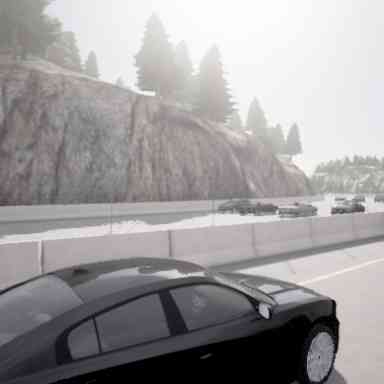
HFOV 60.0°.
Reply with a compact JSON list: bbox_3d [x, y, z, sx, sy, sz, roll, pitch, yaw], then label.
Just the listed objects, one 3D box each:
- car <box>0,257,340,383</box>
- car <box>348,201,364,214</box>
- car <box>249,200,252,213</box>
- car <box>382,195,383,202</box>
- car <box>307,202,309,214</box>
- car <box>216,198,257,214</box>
[{"bbox_3d":[-0.375,1.479,3.596,5.008,1.535,1.882,0,0,-36],"label":"car"},{"bbox_3d":[14.427,1.501,30.544,1.994,1.385,4.181,0,0,44],"label":"car"},{"bbox_3d":[6.592,1.565,32.582,4.718,1.301,1.895,0,0,-44],"label":"car"},{"bbox_3d":[36.053,1.308,63.697,1.837,1.490,4.892,0,0,32],"label":"car"},{"bbox_3d":[9.880,1.554,30.906,4.718,1.301,1.895,0,0,-45],"label":"car"},{"bbox_3d":[4.852,1.474,35.798,4.892,1.490,1.837,0,0,-45],"label":"car"}]
